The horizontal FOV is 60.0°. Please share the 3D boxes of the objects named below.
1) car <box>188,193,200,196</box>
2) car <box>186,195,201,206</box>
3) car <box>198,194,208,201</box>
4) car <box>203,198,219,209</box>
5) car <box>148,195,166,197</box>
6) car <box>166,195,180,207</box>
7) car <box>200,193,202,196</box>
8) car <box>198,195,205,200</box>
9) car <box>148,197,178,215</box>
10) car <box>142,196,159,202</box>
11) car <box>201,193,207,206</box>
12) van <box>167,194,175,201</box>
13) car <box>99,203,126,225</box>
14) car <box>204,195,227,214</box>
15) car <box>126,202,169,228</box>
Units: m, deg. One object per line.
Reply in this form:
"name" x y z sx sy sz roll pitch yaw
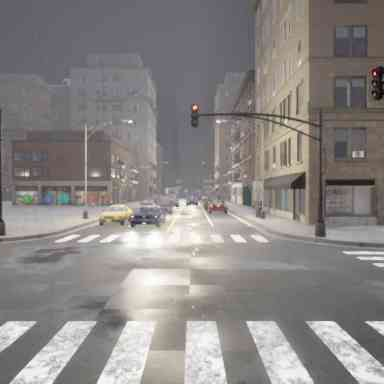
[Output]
"car" 0.007 1.215 64.152 2.150 2.045 5.566 0 0 0
"car" 0.006 1.595 53.850 1.895 1.301 4.718 0 0 0
"car" 2.646 1.308 80.653 2.192 1.841 5.009 0 0 0
"car" 2.643 1.561 46.682 1.947 1.339 4.313 0 0 0
"car" -5.382 1.310 46.683 2.192 1.841 5.009 0 0 0
"car" -2.826 1.521 47.650 1.812 1.442 4.674 0 0 0
"car" 2.645 1.544 69.330 2.008 1.369 4.403 0 0 0
"car" 2.648 1.560 91.977 1.947 1.339 4.313 0 0 0
"car" -2.848 1.543 33.880 2.033 1.411 5.357 0 0 0
"car" -5.383 1.546 41.021 2.008 1.369 4.403 0 0 0
"car" 2.642 1.310 41.020 2.192 1.841 5.009 0 0 0
"van" -5.378 1.335 86.316 1.690 1.788 3.998 0 0 0
"car" -5.385 1.522 23.865 1.752 1.417 4.829 0 0 0
"car" 2.642 1.436 35.358 1.967 1.590 4.097 0 0 0
"car" -2.880 1.598 22.556 1.895 1.301 4.718 0 0 1
